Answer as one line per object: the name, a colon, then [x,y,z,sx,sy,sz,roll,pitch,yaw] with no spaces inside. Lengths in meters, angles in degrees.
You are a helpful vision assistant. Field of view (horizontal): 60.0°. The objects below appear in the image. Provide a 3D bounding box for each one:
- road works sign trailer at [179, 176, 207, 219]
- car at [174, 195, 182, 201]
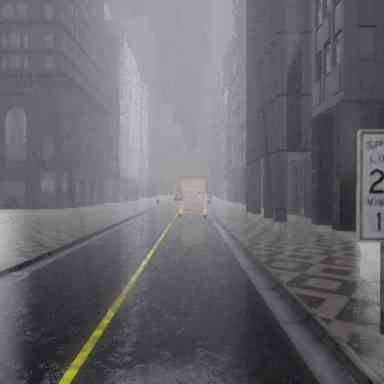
road works sign trailer: [0.079,0.434,28.827,2.380,3.560,2.880,1,0,-1]
car: [-2.998,1.385,75.962,1.837,1.490,4.892,0,0,0]
